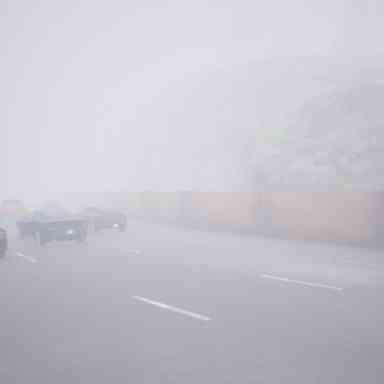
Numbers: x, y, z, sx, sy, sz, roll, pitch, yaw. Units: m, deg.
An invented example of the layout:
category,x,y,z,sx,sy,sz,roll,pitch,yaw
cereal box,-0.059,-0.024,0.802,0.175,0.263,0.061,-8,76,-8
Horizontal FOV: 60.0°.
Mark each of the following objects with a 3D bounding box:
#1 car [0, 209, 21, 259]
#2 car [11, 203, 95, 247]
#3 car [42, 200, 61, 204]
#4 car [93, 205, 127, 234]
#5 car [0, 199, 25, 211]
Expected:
category,x,y,z,sx,sy,sz,roll,pitch,yaw
car,-8.016,1.503,11.822,2.128,1.511,4.902,0,0,-42
car,-6.633,1.506,15.511,1.882,1.535,5.008,0,0,-41
car,-14.168,1.552,33.344,2.128,1.511,4.902,0,0,-30
car,-5.585,1.551,19.778,1.837,1.490,4.892,0,0,-38
car,-15.974,1.392,29.538,2.097,1.767,4.553,0,0,-31
